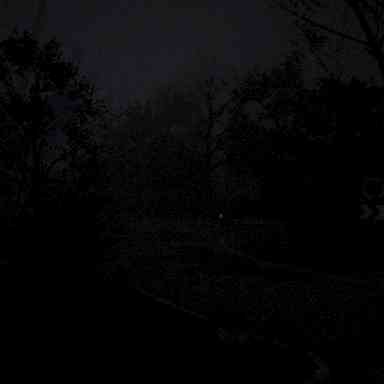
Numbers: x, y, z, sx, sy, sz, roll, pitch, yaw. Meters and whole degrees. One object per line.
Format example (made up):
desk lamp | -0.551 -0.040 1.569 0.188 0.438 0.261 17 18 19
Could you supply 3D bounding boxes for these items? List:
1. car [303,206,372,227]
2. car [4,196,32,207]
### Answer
car | 11.079 1.813 25.332 4.902 1.511 2.128 1 -1 11
car | -22.956 1.282 43.868 4.902 1.511 2.128 1 0 35
